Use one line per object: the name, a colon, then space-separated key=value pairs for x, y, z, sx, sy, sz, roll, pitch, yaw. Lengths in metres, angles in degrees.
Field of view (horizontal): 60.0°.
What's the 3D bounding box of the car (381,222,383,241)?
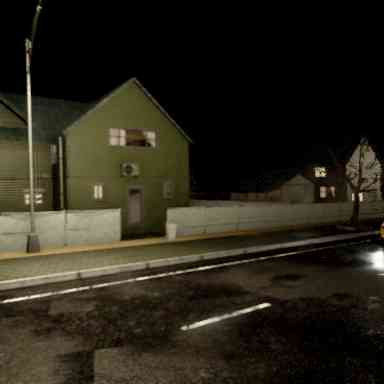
car: x=10.578 y=1.472 z=15.226 sx=5.008 sy=1.535 sz=1.882 roll=0 pitch=0 yaw=-36
